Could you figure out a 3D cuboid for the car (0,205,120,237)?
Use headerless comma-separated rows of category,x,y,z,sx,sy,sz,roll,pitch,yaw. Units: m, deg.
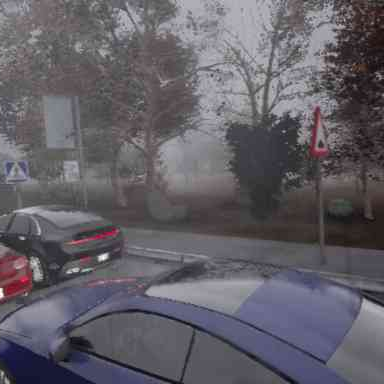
car,-3.797,1.117,8.216,4.892,1.490,1.837,-1,5,36

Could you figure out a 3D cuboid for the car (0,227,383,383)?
car,0.044,1.345,2.782,4.674,1.442,1.812,0,5,36

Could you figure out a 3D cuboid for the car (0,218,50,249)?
car,-4.842,1.365,6.260,4.674,1.442,1.812,0,7,35
